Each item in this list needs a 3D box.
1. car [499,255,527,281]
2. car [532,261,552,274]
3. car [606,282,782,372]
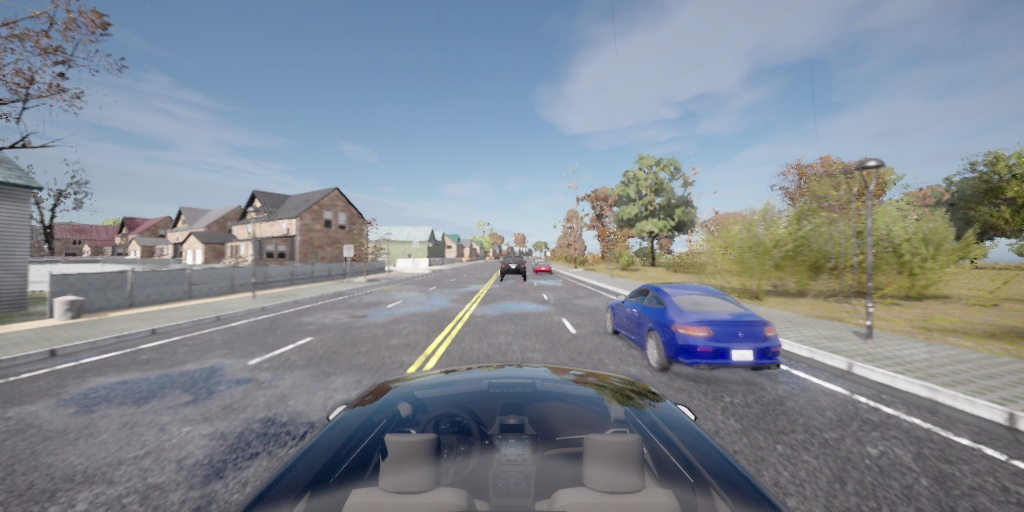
[{"bbox_3d":[0.103,0.960,30.371,2.150,2.045,5.566,0,0,0],"label":"car"},{"bbox_3d":[3.352,1.297,40.531,1.994,1.385,4.181,0,0,0],"label":"car"},{"bbox_3d":[3.349,1.276,7.509,1.812,1.442,4.674,0,0,0],"label":"car"}]
